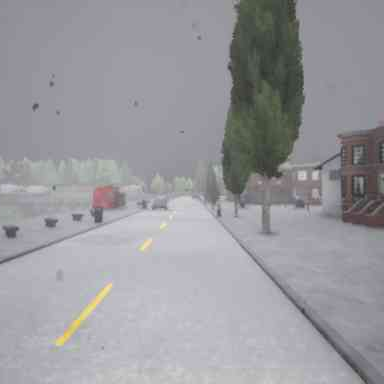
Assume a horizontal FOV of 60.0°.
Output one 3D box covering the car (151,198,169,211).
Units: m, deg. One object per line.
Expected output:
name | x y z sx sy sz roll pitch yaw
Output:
car | -4.079 1.592 42.914 1.837 1.490 4.892 0 0 0
